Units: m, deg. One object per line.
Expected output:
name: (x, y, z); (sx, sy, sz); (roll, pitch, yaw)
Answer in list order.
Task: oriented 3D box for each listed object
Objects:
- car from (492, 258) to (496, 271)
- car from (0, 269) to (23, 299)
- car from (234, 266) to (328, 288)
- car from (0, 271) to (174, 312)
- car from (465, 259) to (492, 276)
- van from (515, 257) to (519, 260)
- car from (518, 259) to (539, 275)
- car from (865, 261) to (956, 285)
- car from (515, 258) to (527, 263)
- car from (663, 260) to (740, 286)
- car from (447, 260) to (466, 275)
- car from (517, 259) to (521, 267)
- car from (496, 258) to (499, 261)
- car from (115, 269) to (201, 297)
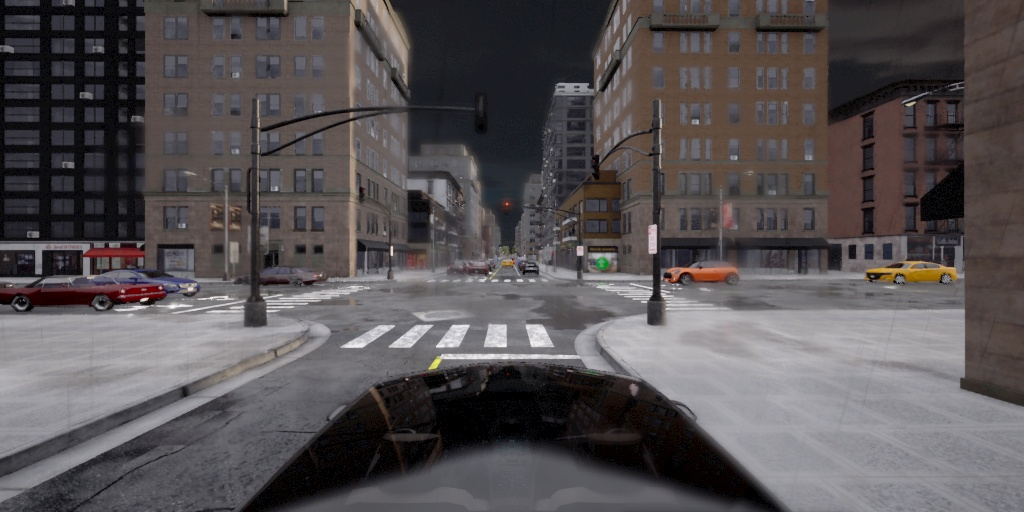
car: (-3.515, 1.308, 47.415); (1.837, 1.490, 4.892); (0, 0, 0)
car: (-27.462, 1.396, 17.097); (5.357, 1.411, 2.033); (0, 0, -1)
car: (-15.287, 1.361, 23.951); (5.357, 1.411, 2.033); (0, 0, -1)
car: (-16.565, 1.401, 13.982); (4.718, 1.301, 1.895); (0, 0, -1)
car: (-3.450, 1.265, 37.822); (1.882, 1.535, 5.008); (0, 0, 0)
van: (1.869, 1.173, 61.727); (1.690, 1.789, 3.998); (0, 0, 0)
car: (2.025, 1.355, 39.684); (1.948, 1.339, 4.313); (0, 0, 0)
car: (27.066, 1.120, 24.462); (5.008, 1.535, 1.882); (0, 0, -1)
car: (1.908, 1.386, 56.217); (1.948, 1.339, 4.313); (0, 0, 0)
car: (12.701, 1.055, 24.287); (4.553, 1.767, 2.097); (0, 0, -1)
car: (-6.000, 1.229, 39.628); (1.967, 1.591, 4.097); (0, 0, 0)
car: (1.947, 1.391, 50.706); (1.802, 1.307, 4.207); (0, 0, 0)
car: (-3.576, 1.424, 57.555); (1.895, 1.301, 4.718); (0, 0, 0)
car: (-17.736, 1.337, 17.211); (4.674, 1.442, 1.812); (0, 0, 1)
